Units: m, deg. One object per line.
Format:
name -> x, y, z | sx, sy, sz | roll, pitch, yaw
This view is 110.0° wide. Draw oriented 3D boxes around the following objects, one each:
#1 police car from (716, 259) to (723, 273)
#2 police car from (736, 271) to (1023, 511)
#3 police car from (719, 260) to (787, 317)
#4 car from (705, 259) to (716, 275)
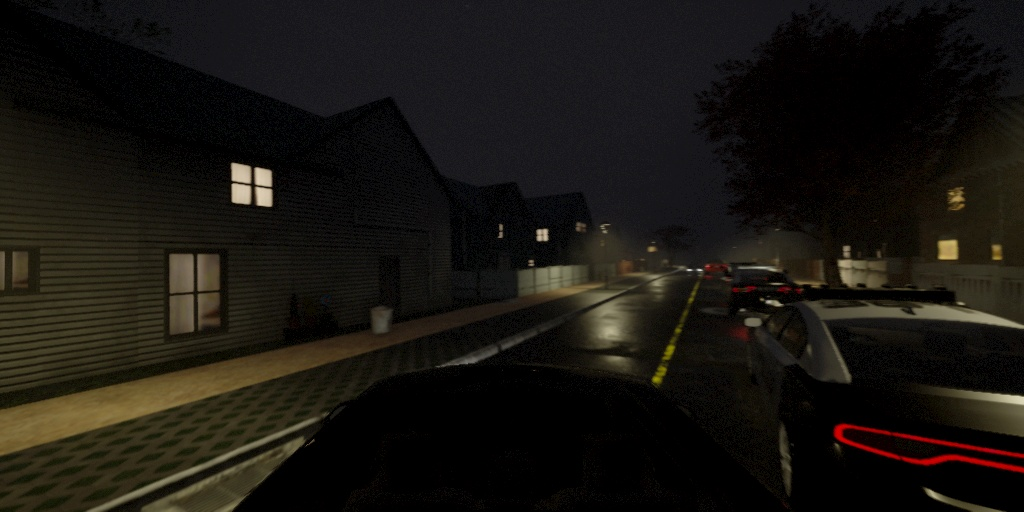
police car -> 11.439, 1.098, 17.792 | 1.930, 1.638, 5.238 | -2, -1, 29
police car -> 3.731, 1.118, 3.771 | 1.930, 1.638, 5.238 | -2, -1, 29
police car -> 8.548, 1.105, 12.534 | 1.930, 1.638, 5.238 | -2, -1, 29
car -> 22.218, 1.098, 39.008 | 2.097, 1.767, 4.553 | -2, -1, 29
